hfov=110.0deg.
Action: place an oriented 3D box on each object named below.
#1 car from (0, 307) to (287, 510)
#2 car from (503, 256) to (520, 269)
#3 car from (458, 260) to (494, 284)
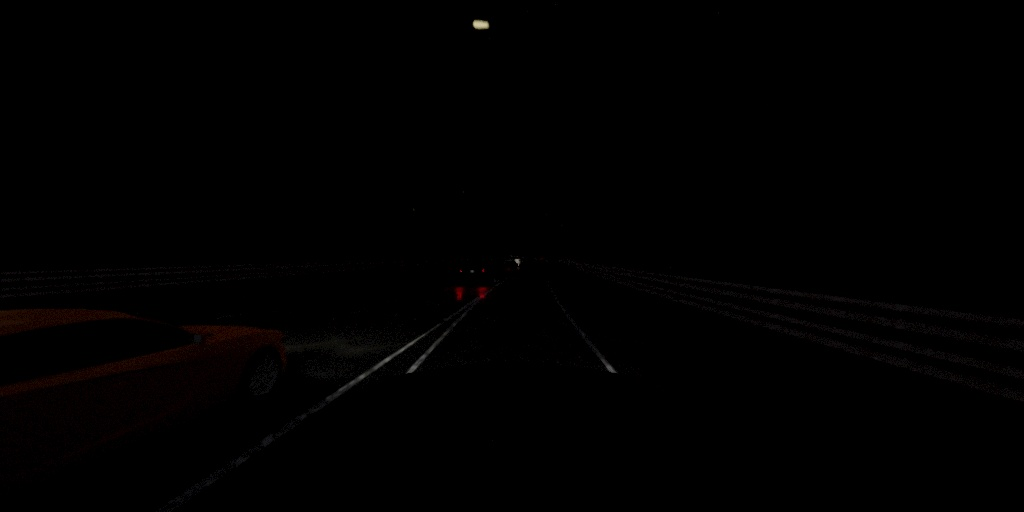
[{"bbox_3d":[-4.406,1.216,3.322,1.882,1.535,5.008,0,0,4],"label":"car"},{"bbox_3d":[-0.314,1.179,55.541,1.882,1.535,5.008,0,0,4],"label":"car"},{"bbox_3d":[-2.577,1.064,26.662,2.097,1.767,4.553,0,0,4],"label":"car"}]
